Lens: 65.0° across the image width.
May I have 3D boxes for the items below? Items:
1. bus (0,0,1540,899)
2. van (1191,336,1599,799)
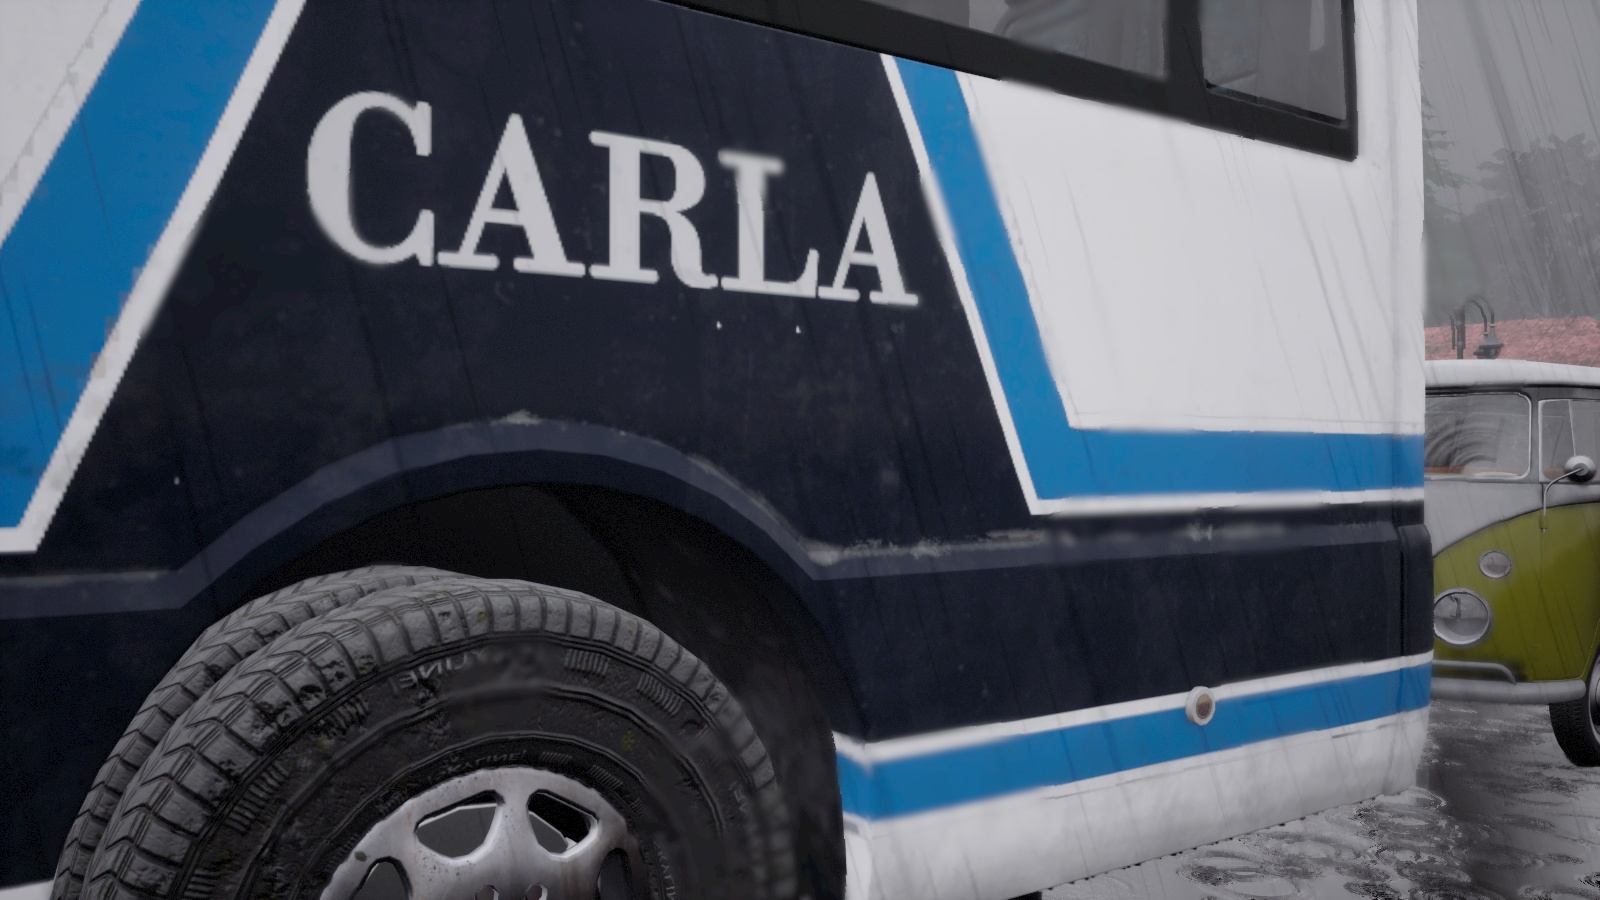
[{"bbox_3d":[-3.492,-0.620,1.849,10.273,4.253,3.944,0,0,-35],"label":"bus"},{"bbox_3d":[4.460,0.506,7.382,4.442,1.987,1.775,0,0,-35],"label":"van"}]
